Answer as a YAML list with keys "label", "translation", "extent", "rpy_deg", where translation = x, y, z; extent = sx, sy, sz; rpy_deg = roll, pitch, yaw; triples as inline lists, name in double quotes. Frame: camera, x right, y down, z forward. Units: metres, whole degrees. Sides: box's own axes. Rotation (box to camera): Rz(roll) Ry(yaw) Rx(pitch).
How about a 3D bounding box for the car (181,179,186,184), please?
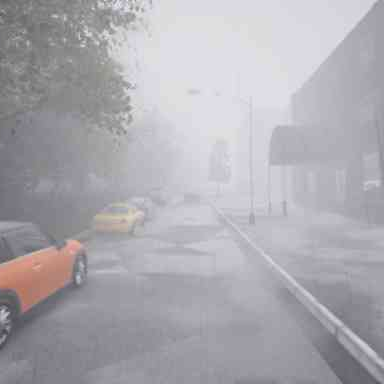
- label: "car"
  translation: [-3.659, -2.202, 89.894]
  extent: [2.435, 2.045, 5.566]
  rpy_deg: [0, 3, 2]

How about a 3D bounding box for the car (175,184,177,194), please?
- label: "car"
  translation: [-3.656, 0.114, 45.350]
  extent: [2.231, 1.521, 4.892]
  rpy_deg: [0, 3, 2]

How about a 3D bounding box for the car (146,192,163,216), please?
- label: "car"
  translation: [-3.636, 1.075, 23.066]
  extent: [2.231, 1.521, 4.892]
  rpy_deg: [1, 2, 2]

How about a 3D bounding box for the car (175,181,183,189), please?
- label: "car"
  translation: [-3.656, -0.881, 67.648]
  extent: [2.163, 1.488, 4.792]
  rpy_deg: [0, 3, 2]

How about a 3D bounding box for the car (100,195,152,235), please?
- label: "car"
  translation: [-3.632, 1.232, 17.328]
  extent: [1.946, 1.575, 5.366]
  rpy_deg: [1, 2, 2]

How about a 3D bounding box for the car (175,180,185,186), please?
- label: "car"
  translation: [-3.658, -1.689, 84.307]
  extent: [2.097, 1.535, 5.008]
  rpy_deg: [0, 3, 2]

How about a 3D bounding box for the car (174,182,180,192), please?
- label: "car"
  translation: [-3.649, -0.407, 56.672]
  extent: [1.946, 1.575, 5.366]
  rpy_deg: [0, 3, 2]

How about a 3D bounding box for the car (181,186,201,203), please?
- label: "car"
  translation: [-0.003, 0.388, 39.215]
  extent: [1.882, 1.535, 5.008]
  rpy_deg: [0, 3, 0]

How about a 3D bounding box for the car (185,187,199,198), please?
- label: "car"
  translation: [-0.003, -0.017, 49.687]
  extent: [2.033, 1.411, 5.357]
  rpy_deg: [0, 3, 0]

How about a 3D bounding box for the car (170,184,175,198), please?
- label: "car"
  translation: [-3.657, 0.240, 39.754]
  extent: [2.185, 1.767, 4.553]
  rpy_deg: [0, 3, 2]

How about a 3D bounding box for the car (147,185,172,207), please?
- label: "car"
  translation: [-3.657, 0.490, 34.188]
  extent: [2.185, 1.767, 4.553]
  rpy_deg: [0, 3, 2]

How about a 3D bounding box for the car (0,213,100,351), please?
- label: "car"
  translation: [-3.629, 1.321, 6.307]
  extent: [2.185, 1.767, 4.553]
  rpy_deg: [2, 1, 2]
